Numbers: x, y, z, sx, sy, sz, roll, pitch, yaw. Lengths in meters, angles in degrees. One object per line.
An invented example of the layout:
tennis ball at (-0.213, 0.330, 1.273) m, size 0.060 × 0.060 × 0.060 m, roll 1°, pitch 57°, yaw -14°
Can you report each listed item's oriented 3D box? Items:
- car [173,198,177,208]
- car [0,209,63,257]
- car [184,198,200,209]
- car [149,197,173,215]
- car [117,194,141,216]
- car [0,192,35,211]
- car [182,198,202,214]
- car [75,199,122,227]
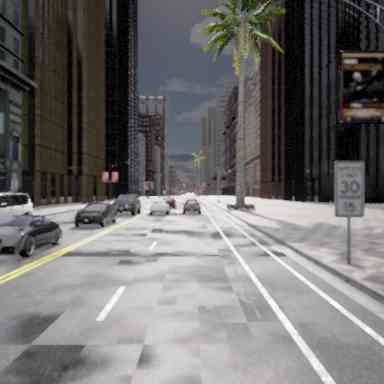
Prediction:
car at (-3.234, 1.497, 47.354) m, size 1.882 × 1.535 × 5.008 m, roll 0°, pitch 0°, yaw 1°
car at (-6.590, 1.570, 12.763) m, size 1.994 × 1.385 × 4.181 m, roll 0°, pitch 0°, yaw 0°
car at (-0.004, 1.566, 46.288) m, size 2.033 × 1.411 × 5.357 m, roll 0°, pitch 0°, yaw 0°
car at (-3.260, 1.540, 34.323) m, size 1.812 × 1.442 × 4.674 m, roll 0°, pitch 0°, yaw 0°
car at (-6.510, 1.235, 33.599) m, size 2.150 × 2.045 × 5.566 m, roll 0°, pitch 0°, yaw 0°
car at (-9.755, 1.038, 16.173) m, size 2.150 × 2.045 × 5.566 m, roll 0°, pitch 0°, yaw 0°
car at (-0.010, 1.540, 35.087) m, size 1.812 × 1.442 × 4.674 m, roll 0°, pitch 0°, yaw 0°
car at (-6.507, 1.487, 22.986) m, size 1.882 × 1.535 × 5.008 m, roll 0°, pitch 0°, yaw 0°
